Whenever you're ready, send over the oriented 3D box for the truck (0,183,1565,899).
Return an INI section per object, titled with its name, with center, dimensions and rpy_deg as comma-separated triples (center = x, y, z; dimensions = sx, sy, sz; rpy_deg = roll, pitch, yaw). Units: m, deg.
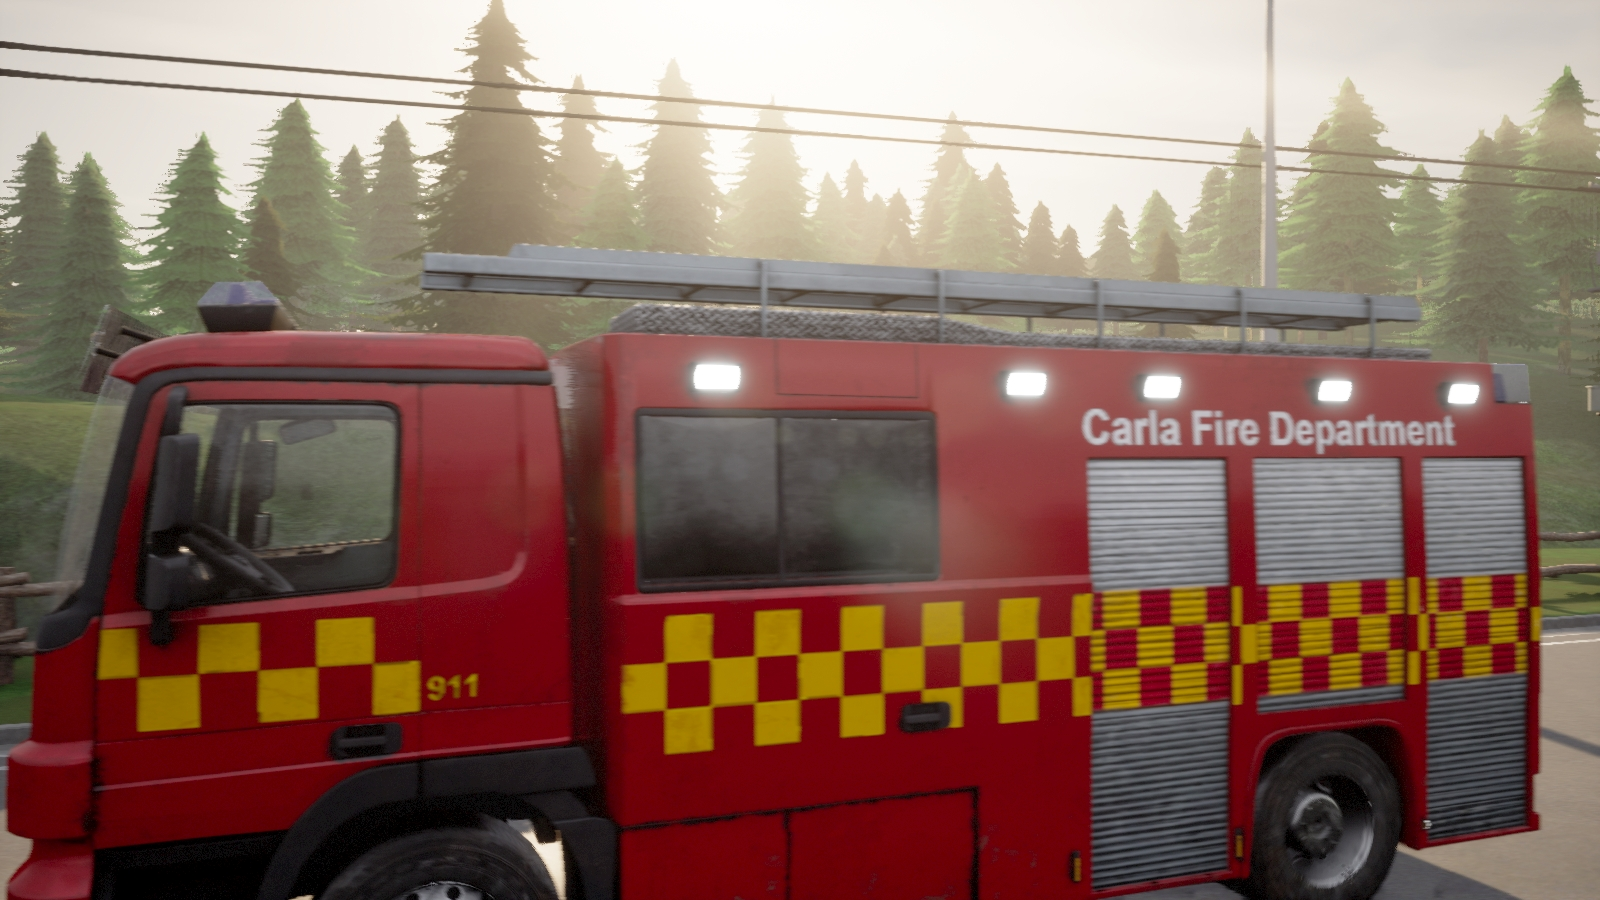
[truck]
center = 0.367, 0.889, 7.153
dimensions = 8.468, 3.827, 2.891
rpy_deg = 0, 0, -20
